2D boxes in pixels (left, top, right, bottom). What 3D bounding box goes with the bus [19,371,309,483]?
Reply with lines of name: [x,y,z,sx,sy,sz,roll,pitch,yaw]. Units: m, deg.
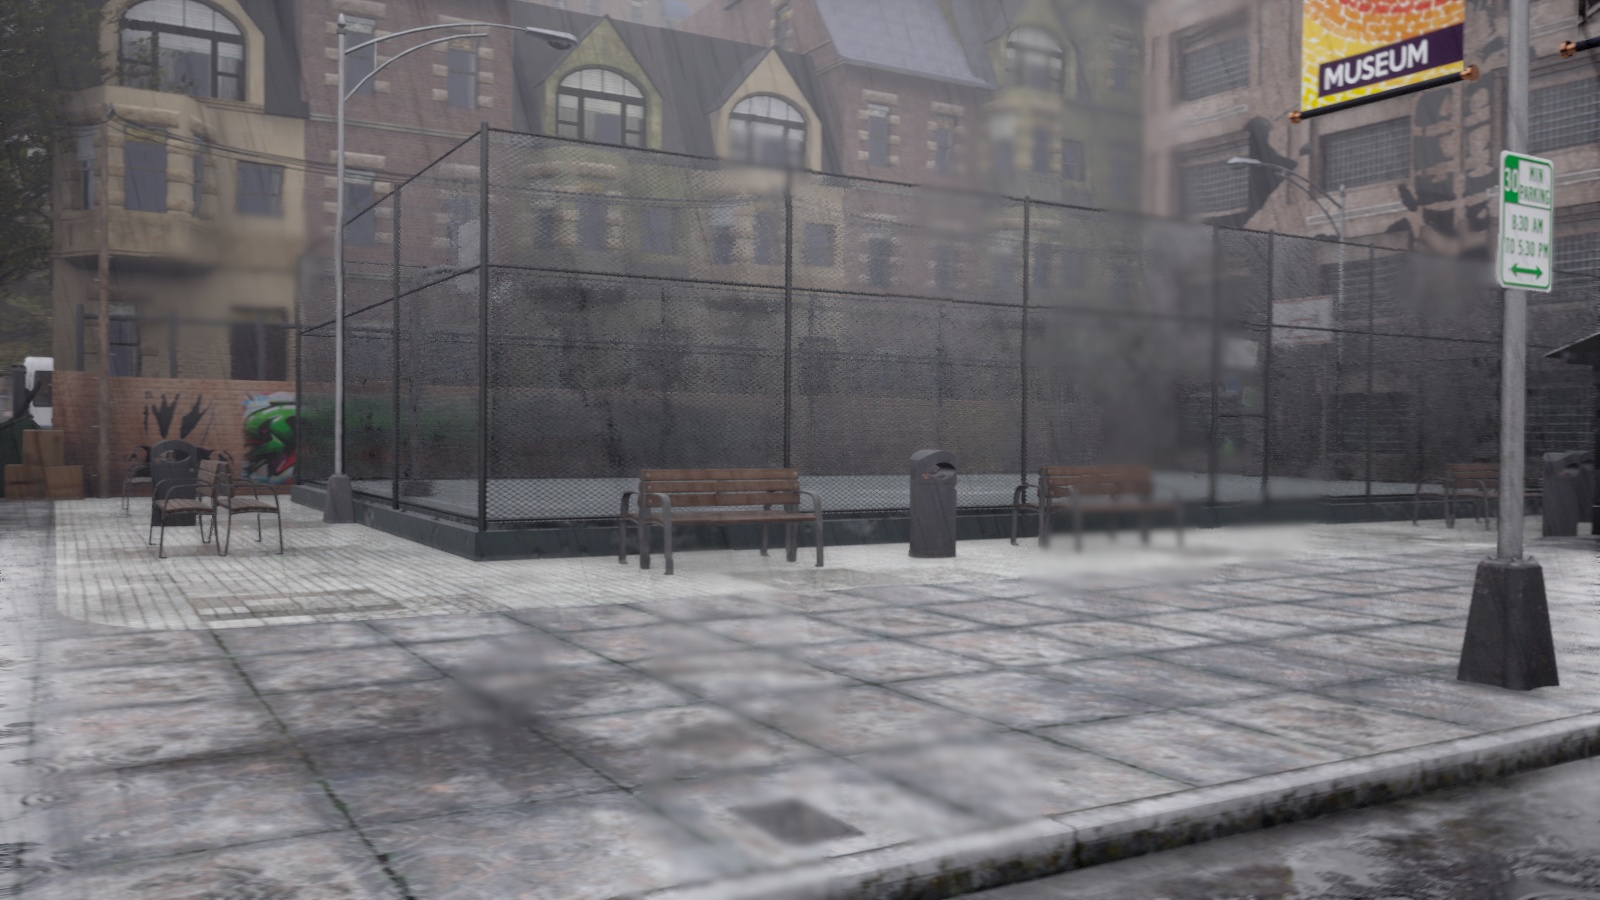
bus: [-26.327,-0.978,52.321,10.273,4.253,3.944,-1,2,-35]
